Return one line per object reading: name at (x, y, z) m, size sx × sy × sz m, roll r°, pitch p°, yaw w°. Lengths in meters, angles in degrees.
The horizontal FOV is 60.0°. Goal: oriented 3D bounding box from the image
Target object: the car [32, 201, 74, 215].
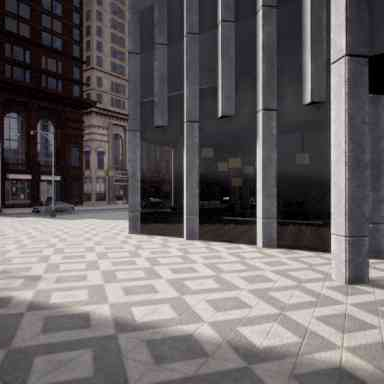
car at (-14.631, 1.630, 35.221) m, size 1.994 × 1.385 × 4.181 m, roll 0°, pitch 0°, yaw 36°
